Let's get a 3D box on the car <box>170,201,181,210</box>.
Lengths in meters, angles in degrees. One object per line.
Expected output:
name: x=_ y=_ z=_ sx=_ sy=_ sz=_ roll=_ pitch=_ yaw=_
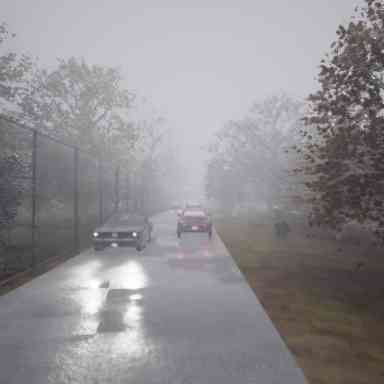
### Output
car: x=-2.565 y=2.223 z=54.857 sx=2.033 sy=1.411 sz=5.357 roll=0 pitch=-1 yaw=1

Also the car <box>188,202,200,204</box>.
car: x=0.216 y=1.832 z=36.914 sx=1.882 sy=1.535 sz=5.008 roll=0 pitch=-1 yaw=0

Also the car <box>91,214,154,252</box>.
car: x=-2.827 y=1.660 z=14.407 sx=1.895 sy=1.301 sz=4.718 roll=0 pitch=0 yaw=0

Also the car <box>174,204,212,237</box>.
car: x=0.136 y=1.623 z=18.733 sx=1.812 sy=1.442 sz=4.674 roll=0 pitch=-1 yaw=0
